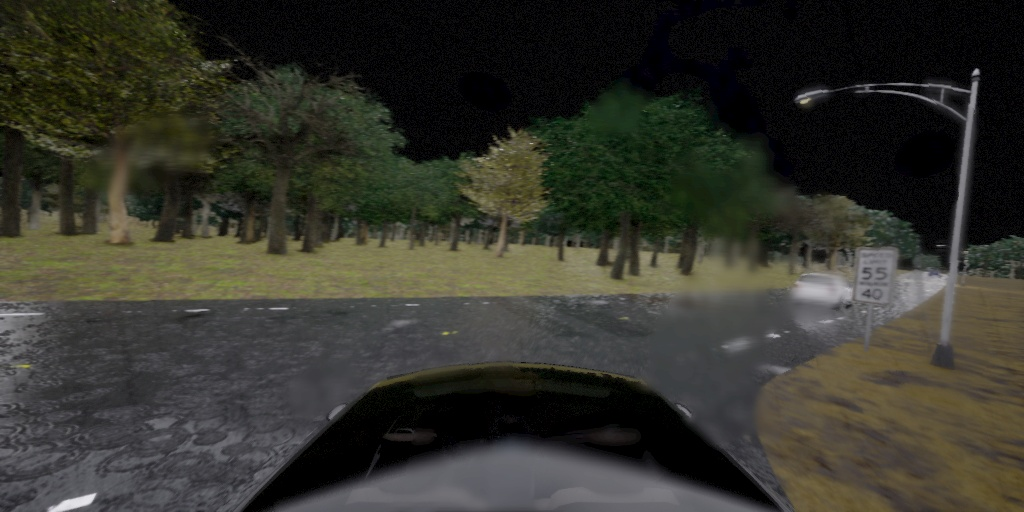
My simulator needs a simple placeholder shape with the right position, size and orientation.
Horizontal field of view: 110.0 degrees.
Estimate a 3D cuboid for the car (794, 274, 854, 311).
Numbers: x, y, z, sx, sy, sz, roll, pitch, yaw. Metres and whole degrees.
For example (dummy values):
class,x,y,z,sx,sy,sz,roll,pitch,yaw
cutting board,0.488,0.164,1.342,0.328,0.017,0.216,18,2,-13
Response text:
class,x,y,z,sx,sy,sz,roll,pitch,yaw
car,19.919,2.232,22.808,5.566,2.045,2.150,4,2,-38
